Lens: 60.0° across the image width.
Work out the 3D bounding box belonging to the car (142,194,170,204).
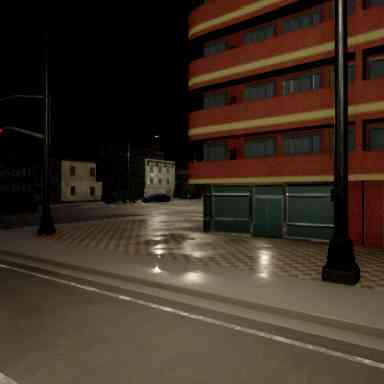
[{"bbox_3d":[-5.447,1.003,50.792,1.882,1.535,5.008,0,1,37],"label":"car"}]

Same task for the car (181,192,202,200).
[{"bbox_3d":[-0.068,0.703,63.767,2.097,1.767,4.553,0,1,37],"label":"car"}]

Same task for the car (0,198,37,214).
[{"bbox_3d":[-18.048,1.429,33.828,1.994,1.385,4.181,0,1,37],"label":"car"}]

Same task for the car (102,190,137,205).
[{"bbox_3d":[-10.679,0.815,49.626,2.150,2.045,5.566,0,1,37],"label":"car"}]
